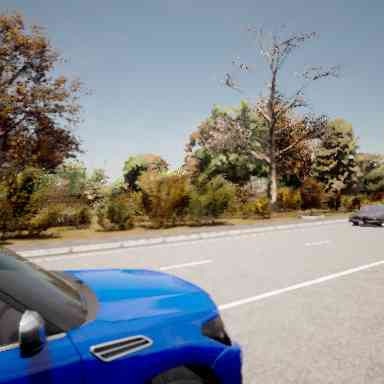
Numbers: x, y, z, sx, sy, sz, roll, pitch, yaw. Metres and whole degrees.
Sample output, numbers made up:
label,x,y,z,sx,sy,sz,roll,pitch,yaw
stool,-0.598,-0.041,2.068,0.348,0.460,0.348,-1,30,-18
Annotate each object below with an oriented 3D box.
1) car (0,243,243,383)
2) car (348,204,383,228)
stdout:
label,x,y,z,sx,sy,sz,roll,pitch,yaw
car,-2.185,1.230,2.244,5.566,2.045,2.150,0,0,-35
car,12.786,1.546,22.705,5.357,1.411,2.033,0,0,-38
